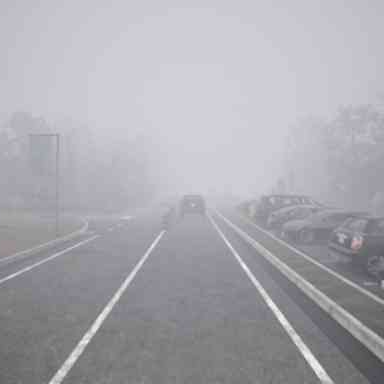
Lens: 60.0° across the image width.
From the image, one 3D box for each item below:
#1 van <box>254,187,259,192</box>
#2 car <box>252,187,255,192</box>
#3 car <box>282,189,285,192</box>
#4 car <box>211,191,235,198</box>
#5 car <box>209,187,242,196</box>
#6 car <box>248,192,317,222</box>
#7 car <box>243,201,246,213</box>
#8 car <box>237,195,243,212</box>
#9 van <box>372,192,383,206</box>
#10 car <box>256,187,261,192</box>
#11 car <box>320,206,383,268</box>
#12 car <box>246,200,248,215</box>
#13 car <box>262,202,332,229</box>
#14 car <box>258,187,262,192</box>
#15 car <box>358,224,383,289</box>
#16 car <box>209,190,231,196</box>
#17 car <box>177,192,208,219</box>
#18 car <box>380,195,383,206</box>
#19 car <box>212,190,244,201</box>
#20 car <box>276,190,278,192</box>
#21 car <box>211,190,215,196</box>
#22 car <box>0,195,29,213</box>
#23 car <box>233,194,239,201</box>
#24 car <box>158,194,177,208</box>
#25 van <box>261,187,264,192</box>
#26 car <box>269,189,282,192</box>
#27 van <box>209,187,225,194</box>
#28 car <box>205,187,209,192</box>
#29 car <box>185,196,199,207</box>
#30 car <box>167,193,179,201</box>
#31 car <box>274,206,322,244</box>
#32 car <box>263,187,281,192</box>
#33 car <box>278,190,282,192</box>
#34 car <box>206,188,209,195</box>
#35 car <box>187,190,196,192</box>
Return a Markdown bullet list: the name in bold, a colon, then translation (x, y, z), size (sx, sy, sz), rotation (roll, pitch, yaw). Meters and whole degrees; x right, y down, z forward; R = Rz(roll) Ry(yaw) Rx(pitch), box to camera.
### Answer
- **van**: translation (19.845, -0.199, 89.538), size (4.442, 1.987, 1.878), rotation (0, 2, 0)
- **car**: translation (19.977, -0.047, 92.328), size (5.008, 1.535, 2.097), rotation (0, 1, 0)
- **car**: translation (19.802, 0.802, 62.003), size (4.553, 1.767, 2.185), rotation (0, 2, 0)
- **car**: translation (6.771, 0.559, 73.068), size (4.892, 1.521, 2.231), rotation (0, 2, 0)
- **car**: translation (6.756, 0.496, 67.510), size (5.566, 2.045, 2.435), rotation (0, 2, 0)
- **car**: translation (6.702, 1.187, 21.006), size (5.566, 2.045, 2.435), rotation (0, 1, 0)
- **car**: translation (6.746, 1.189, 26.579), size (4.553, 1.767, 2.185), rotation (0, 1, 0)
- **car**: translation (6.765, 1.270, 29.368), size (4.792, 1.488, 2.163), rotation (0, 2, 0)
- **van**: translation (19.710, 0.936, 32.131), size (4.442, 1.987, 1.878), rotation (-1, 1, 0)
- **car**: translation (19.964, 0.132, 86.793), size (4.792, 1.488, 2.163), rotation (0, 2, 0)
- **car**: translation (6.559, 1.438, 9.861), size (4.553, 1.767, 2.185), rotation (0, 0, 0)
- **car**: translation (6.689, 1.381, 23.804), size (5.008, 1.535, 2.097), rotation (0, 1, 0)
- **car**: translation (6.646, 1.487, 18.222), size (4.892, 1.521, 2.231), rotation (0, 1, 0)
- **car**: translation (19.947, 0.210, 84.155), size (4.792, 1.488, 2.163), rotation (0, 2, 0)
- **car**: translation (6.540, 1.600, 7.074), size (4.792, 1.488, 2.163), rotation (0, 0, 0)
- **car**: translation (7.023, 0.185, 84.162), size (5.366, 1.575, 1.946), rotation (0, 2, 0)
- **car**: translation (0.047, 1.236, 29.738), size (2.150, 2.045, 5.566), rotation (0, 0, 0)
- **car**: translation (19.819, 1.270, 29.464), size (4.674, 1.452, 2.002), rotation (0, 2, 0)
- **car**: translation (6.661, 0.966, 61.971), size (4.792, 1.488, 2.163), rotation (0, 2, 0)
- **car**: translation (19.804, 0.783, 67.421), size (4.674, 1.452, 2.002), rotation (0, 2, 0)
- **car**: translation (6.714, 0.842, 64.745), size (5.008, 1.535, 2.097), rotation (0, 2, 0)
- **car**: translation (-22.093, 1.415, 39.765), size (5.566, 2.045, 2.150), rotation (0, -2, 26)
- **car**: translation (6.727, 1.196, 32.151), size (4.792, 1.488, 2.163), rotation (0, 2, 0)
- **car**: translation (-3.419, 1.386, 45.017), size (2.033, 1.411, 5.357), rotation (0, 2, 0)
- **van**: translation (20.016, 0.044, 81.376), size (4.442, 1.987, 1.878), rotation (0, 2, 0)
- **car**: translation (19.640, 0.646, 70.189), size (5.366, 1.575, 1.946), rotation (0, 2, 0)
- **van**: translation (7.028, -0.340, 95.250), size (4.442, 1.987, 1.878), rotation (0, 1, 0)
- **car**: translation (6.635, 0.270, 81.514), size (5.366, 1.575, 1.946), rotation (0, 2, 0)
- **car**: translation (0.015, 1.324, 47.799), size (1.994, 1.385, 4.181), rotation (0, 2, 0)
- **car**: translation (-3.390, 0.958, 61.481), size (1.895, 1.301, 4.718), rotation (0, 2, 1)
- **car**: translation (6.603, 1.553, 15.444), size (4.792, 1.488, 2.163), rotation (0, 0, 0)
- **car**: translation (19.890, 0.209, 75.716), size (5.566, 2.045, 2.435), rotation (0, 2, 0)
- **car**: translation (19.759, 0.867, 64.652), size (4.792, 1.488, 2.163), rotation (0, 2, 0)
- **car**: translation (6.597, 0.460, 75.844), size (5.366, 1.575, 1.946), rotation (0, 2, 0)
- **car**: translation (-0.108, 0.226, 82.621), size (1.882, 1.535, 5.008), rotation (0, 2, 0)
